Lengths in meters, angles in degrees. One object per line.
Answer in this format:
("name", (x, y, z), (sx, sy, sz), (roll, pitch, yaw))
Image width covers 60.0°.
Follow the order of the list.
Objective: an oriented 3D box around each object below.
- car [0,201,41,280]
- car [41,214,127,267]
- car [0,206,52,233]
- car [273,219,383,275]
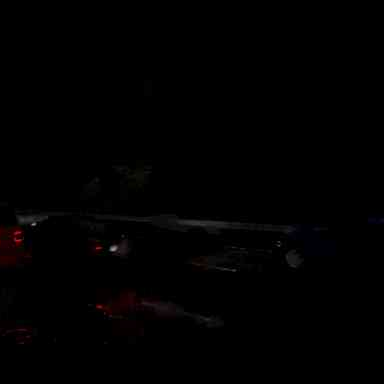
("car", (-6.556, 1.206, 8.656), (5.566, 2.045, 2.150), (0, 0, 35))
("car", (-4.216, 1.510, 11.284), (4.674, 1.442, 1.812), (0, 0, 35))
("car", (-10.764, 1.569, 20.246), (4.718, 1.301, 1.895), (0, 0, 35))
("car", (4.748, 1.474, 9.179), (5.008, 1.535, 1.882), (0, 0, 36))
